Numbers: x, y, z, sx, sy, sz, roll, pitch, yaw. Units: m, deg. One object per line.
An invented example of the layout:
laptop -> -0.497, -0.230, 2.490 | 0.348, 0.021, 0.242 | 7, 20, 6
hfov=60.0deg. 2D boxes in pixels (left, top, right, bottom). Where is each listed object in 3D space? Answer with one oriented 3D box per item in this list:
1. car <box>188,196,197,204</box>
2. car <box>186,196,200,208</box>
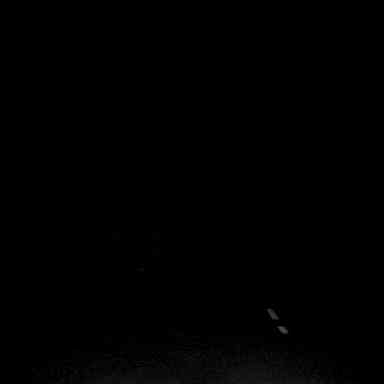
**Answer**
car -> 0.157, 1.672, 69.151 | 1.837, 1.490, 4.892 | 0, 0, 0
car -> 0.146, 1.629, 51.623 | 1.882, 1.535, 5.008 | 0, 0, 0
